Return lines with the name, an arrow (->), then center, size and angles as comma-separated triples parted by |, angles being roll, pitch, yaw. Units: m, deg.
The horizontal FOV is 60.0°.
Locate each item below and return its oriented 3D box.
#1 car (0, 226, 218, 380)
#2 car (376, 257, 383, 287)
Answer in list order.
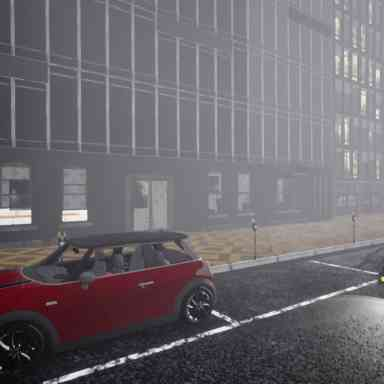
car -> -1.626, 1.440, 5.405 | 4.097, 1.590, 1.967 | 0, 0, -35
car -> 6.158, 1.562, 7.749 | 4.181, 1.385, 1.994 | 0, 0, -35
